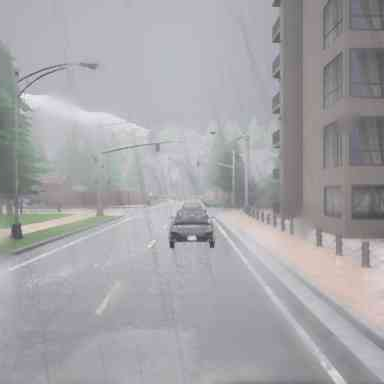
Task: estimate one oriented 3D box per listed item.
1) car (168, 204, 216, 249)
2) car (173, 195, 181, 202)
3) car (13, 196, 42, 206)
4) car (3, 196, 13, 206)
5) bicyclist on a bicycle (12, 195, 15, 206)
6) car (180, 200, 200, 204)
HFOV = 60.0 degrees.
[{"bbox_3d":[0.000,1.494,14.650,2.128,1.511,4.902,0,0,0],"label":"car"},{"bbox_3d":[-3.500,1.516,78.112,2.128,1.511,4.902,0,0,0],"label":"car"},{"bbox_3d":[-25.019,1.158,51.246,1.932,1.855,4.605,0,0,-1],"label":"car"},{"bbox_3d":[-27.524,1.159,50.799,1.905,1.878,3.866,0,0,-1],"label":"car"},{"bbox_3d":[-24.555,1.264,45.802,0.582,1.620,1.656,0,0,-1],"label":"bicyclist on a bicycle"},{"bbox_3d":[0.000,1.615,29.680,1.895,1.301,4.718,0,0,0],"label":"car"}]
